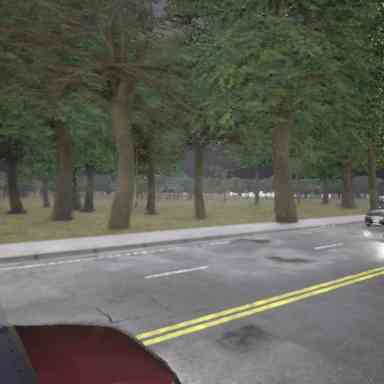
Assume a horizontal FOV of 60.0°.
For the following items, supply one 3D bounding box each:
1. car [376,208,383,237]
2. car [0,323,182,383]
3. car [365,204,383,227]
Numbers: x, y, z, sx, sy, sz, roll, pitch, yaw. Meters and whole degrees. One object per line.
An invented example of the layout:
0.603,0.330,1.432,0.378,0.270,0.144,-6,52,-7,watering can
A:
10.604,1.512,15.239,4.181,1.385,1.994,0,0,-35,car
-1.992,1.566,2.019,4.181,1.385,1.994,0,0,-36,car
12.677,1.429,20.710,4.902,1.511,2.128,0,0,-35,car
